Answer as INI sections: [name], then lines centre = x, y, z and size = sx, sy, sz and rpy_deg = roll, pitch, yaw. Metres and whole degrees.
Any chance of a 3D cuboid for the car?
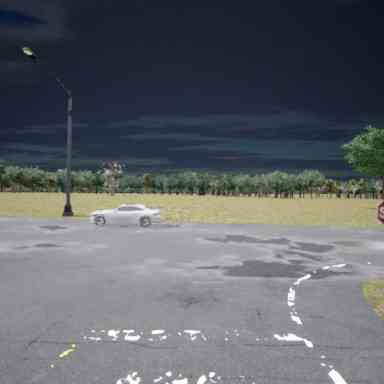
[car]
centre = -4.257, 1.497, 21.959
size = 4.674, 1.442, 1.812
rpy_deg = 1, 1, 0
